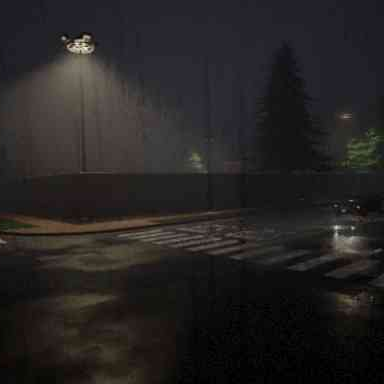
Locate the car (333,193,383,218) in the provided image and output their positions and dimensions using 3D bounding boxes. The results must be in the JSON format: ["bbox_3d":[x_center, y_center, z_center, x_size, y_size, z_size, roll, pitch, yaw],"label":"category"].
[{"bbox_3d":[11.280,0.813,22.263,4.902,1.511,2.128,-2,1,-40],"label":"car"}]
